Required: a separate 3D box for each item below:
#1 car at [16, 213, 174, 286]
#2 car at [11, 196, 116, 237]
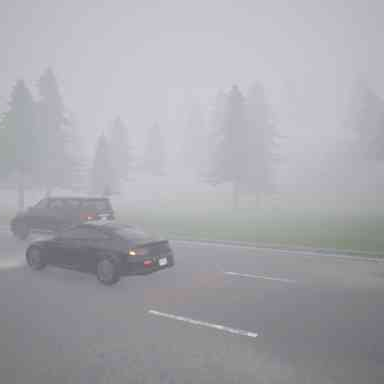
[{"bbox_3d":[-2.658,1.526,9.340,4.674,1.442,1.812,0,0,32],"label":"car"},{"bbox_3d":[-5.998,1.222,15.459,5.566,2.045,2.150,0,0,31],"label":"car"}]
